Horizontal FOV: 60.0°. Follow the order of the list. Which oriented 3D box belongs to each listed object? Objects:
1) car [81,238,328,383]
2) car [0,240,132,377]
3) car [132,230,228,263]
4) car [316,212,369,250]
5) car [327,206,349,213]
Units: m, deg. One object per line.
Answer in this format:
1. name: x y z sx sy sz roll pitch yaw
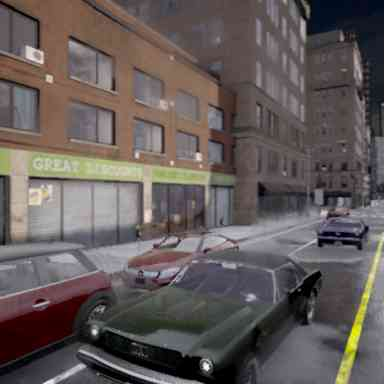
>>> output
1. car: 0.637 1.691 5.189 1.895 1.301 4.718 0 -1 32
2. car: -2.946 1.503 4.260 1.967 1.590 4.097 -1 -1 31
3. car: -0.039 1.732 9.027 1.802 1.307 4.206 -1 -1 31
4. car: 7.350 1.889 16.014 1.895 1.301 4.718 0 -1 31
5. car: 14.487 2.125 32.877 1.887 1.381 4.507 -1 -1 31
